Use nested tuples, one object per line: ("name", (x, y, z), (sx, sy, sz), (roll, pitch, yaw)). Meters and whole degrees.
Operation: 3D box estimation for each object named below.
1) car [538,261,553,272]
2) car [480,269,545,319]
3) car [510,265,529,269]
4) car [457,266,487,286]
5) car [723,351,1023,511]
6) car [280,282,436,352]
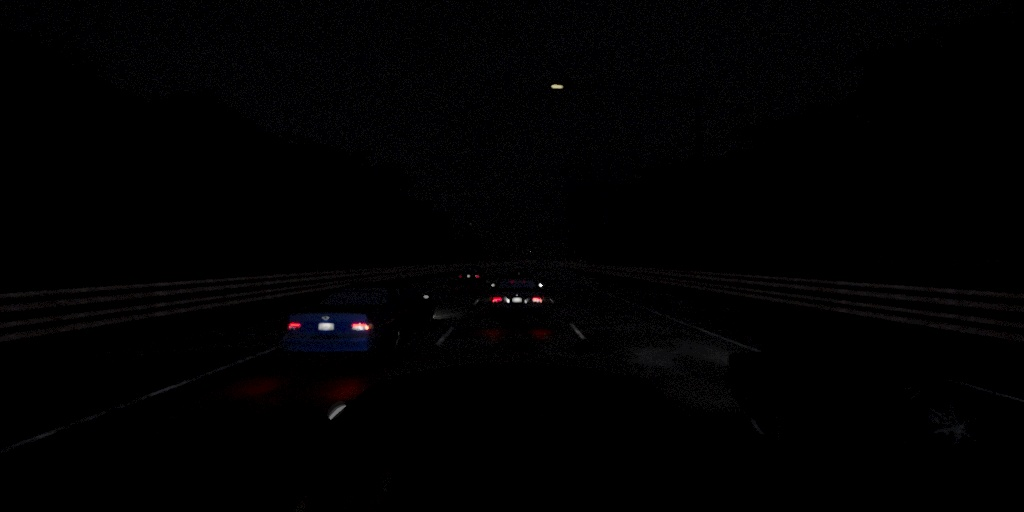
("car", (5.139, 1.909, 57.797), (1.994, 1.385, 4.181), (0, -1, 3))
("car", (0.185, 1.386, 13.267), (2.033, 1.411, 5.357), (0, 0, 1))
("car", (0.755, 1.592, 36.683), (1.812, 1.442, 4.674), (0, -1, 2))
("car", (-3.024, 1.520, 28.116), (2.033, 1.411, 5.357), (0, -1, 2))
("car", (3.504, 1.356, 2.229), (1.895, 1.301, 4.718), (0, 0, 0))
("car", (-3.360, 1.351, 9.035), (2.033, 1.411, 5.357), (0, 0, 1))
